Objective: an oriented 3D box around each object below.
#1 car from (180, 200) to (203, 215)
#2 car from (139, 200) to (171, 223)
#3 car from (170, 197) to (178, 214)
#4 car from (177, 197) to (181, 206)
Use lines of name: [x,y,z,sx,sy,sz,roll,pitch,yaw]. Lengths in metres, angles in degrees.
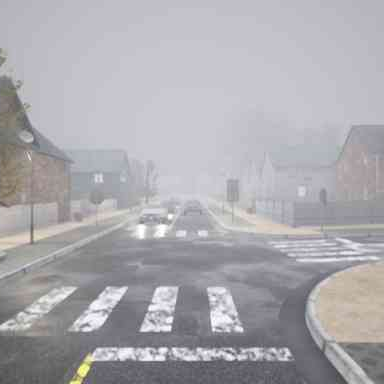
car: [0.111,1.548,34.459,2.033,1.411,5.357,0,0,0]
car: [-2.839,1.527,25.552,1.812,1.442,4.674,0,0,0]
car: [-2.838,1.565,35.427,1.994,1.385,4.181,0,0,0]
car: [-2.791,1.549,53.846,2.033,1.411,5.357,0,0,0]
